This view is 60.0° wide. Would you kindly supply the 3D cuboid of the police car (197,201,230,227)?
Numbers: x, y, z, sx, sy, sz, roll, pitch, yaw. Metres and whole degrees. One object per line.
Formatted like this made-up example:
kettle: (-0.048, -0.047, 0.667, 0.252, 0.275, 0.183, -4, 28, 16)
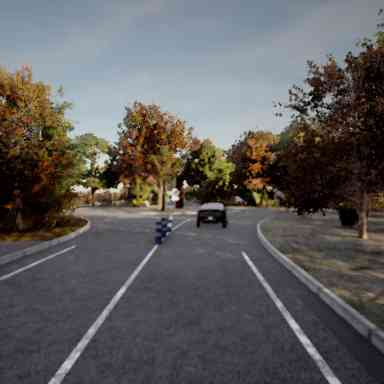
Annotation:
police car: (1.512, 1.431, 22.748, 1.930, 1.638, 5.238, 0, -1, 9)
